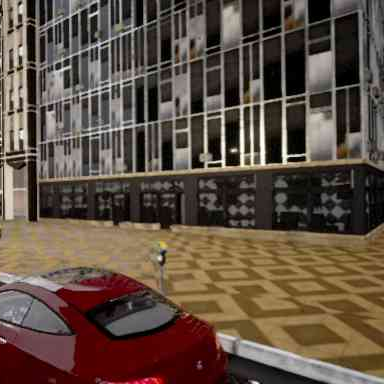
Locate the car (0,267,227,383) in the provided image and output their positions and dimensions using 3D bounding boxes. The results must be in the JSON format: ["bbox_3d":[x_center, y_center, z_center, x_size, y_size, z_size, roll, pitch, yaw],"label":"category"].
[{"bbox_3d":[-1.593,1.599,4.014,4.206,1.307,1.802,0,-1,35],"label":"car"}]
